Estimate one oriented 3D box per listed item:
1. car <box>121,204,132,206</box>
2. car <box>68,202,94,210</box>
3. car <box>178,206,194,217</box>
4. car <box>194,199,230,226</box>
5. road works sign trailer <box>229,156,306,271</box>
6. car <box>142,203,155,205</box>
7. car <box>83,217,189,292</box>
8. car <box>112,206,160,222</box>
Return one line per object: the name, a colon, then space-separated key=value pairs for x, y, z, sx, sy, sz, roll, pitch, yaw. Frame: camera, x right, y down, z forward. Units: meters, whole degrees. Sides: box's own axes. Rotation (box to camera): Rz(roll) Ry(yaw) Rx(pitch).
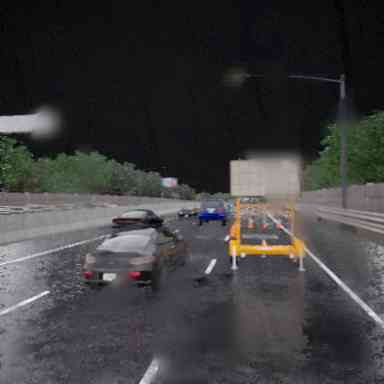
car: x=-11.117 y=2.673 z=55.548 sx=1.895 sy=1.301 sz=4.718 roll=-1 pitch=-1 yaw=10
car: x=-15.999 y=2.299 z=48.078 sx=2.097 sy=1.767 sz=4.553 roll=-1 pitch=-1 yaw=10
car: x=-0.152 y=2.187 z=36.036 sx=1.895 sy=1.301 sz=4.718 roll=-1 pitch=-1 yaw=10
car: x=1.899 y=1.617 z=27.538 sx=2.150 sy=2.045 sz=5.566 roll=-1 pitch=-1 yaw=10
road works sign trailer: x=2.522 y=0.584 z=11.514 sx=2.380 sy=3.560 sz=2.880 roll=-1 pitch=-1 yaw=10
car: x=-7.453 y=2.554 z=56.162 sx=2.128 sy=1.511 sz=4.902 roll=-1 pitch=-1 yaw=10
car: x=-1.318 y=1.649 z=9.268 sx=1.812 sy=1.442 sz=4.674 roll=-1 pitch=-1 yaw=10
car: x=-3.042 y=1.766 z=19.657 sx=1.882 sy=1.535 sz=5.008 roll=-1 pitch=-1 yaw=10
